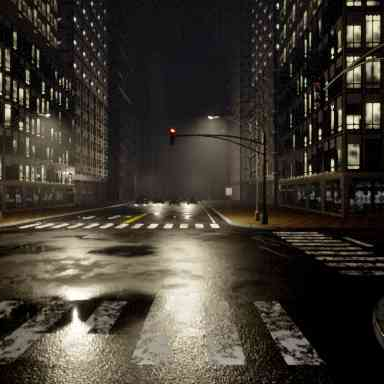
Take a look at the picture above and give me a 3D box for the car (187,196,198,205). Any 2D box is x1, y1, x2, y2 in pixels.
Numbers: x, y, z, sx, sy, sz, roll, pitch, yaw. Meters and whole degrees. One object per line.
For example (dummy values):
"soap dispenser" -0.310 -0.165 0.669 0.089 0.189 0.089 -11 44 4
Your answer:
"car" 0.085 1.649 60.179 2.033 1.411 5.357 0 0 0

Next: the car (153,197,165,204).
"car" -6.410 1.680 64.356 1.994 1.385 4.181 0 0 0

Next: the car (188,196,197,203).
"car" 0.100 1.584 70.627 1.895 1.301 4.718 0 0 0

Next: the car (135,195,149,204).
"car" -9.660 1.468 64.391 2.097 1.767 4.553 0 0 0

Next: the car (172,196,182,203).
"car" -3.151 1.523 70.185 1.994 1.385 4.181 0 0 0

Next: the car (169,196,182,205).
"car" -3.166 1.647 59.766 2.033 1.411 5.357 0 0 0
